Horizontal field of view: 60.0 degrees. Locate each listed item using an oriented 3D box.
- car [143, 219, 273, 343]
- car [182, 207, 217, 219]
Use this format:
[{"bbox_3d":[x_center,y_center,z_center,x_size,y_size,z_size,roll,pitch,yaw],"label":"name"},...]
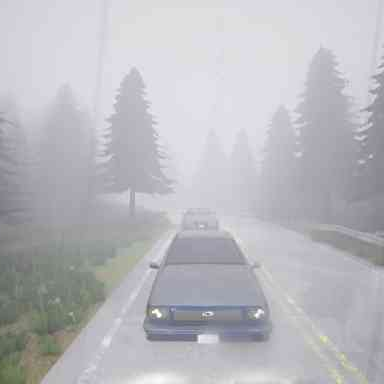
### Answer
[{"bbox_3d":[0.254,1.557,7.059,2.033,1.411,5.357,0,0,1],"label":"car"},{"bbox_3d":[0.410,1.584,19.144,1.994,1.385,4.181,0,0,-2],"label":"car"}]
